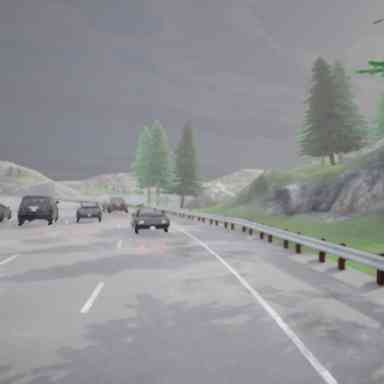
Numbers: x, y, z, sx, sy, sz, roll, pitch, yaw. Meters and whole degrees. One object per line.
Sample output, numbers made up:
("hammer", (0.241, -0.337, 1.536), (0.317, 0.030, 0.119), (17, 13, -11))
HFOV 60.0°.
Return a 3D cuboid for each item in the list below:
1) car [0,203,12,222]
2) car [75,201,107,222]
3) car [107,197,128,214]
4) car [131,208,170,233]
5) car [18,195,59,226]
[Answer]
("car", (-15.457, 1.574, 26.061), (1.812, 1.442, 4.674), (0, 0, -20))
("car", (-8.315, 1.509, 26.770), (2.128, 1.511, 4.902), (0, 0, -18))
("car", (-8.521, 1.365, 36.472), (2.097, 1.767, 4.553), (0, 0, -24))
("car", (-2.578, 1.599, 19.643), (1.895, 1.301, 4.718), (0, 0, -13))
("car", (-11.071, 1.253, 24.194), (2.150, 2.045, 5.566), (0, 0, -17))
